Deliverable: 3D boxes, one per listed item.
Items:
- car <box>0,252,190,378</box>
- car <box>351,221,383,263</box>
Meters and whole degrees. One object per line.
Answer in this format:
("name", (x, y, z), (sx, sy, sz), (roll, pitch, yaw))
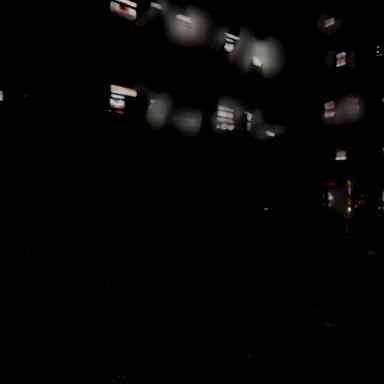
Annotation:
("car", (-1.975, 1.583, 4.689), (4.206, 1.307, 1.802), (0, 0, -36))
("car", (7.121, 1.558, 11.182), (4.507, 1.381, 1.887), (0, 0, -36))
